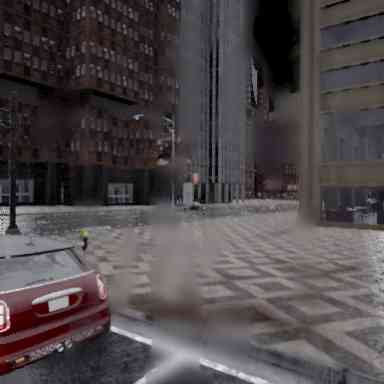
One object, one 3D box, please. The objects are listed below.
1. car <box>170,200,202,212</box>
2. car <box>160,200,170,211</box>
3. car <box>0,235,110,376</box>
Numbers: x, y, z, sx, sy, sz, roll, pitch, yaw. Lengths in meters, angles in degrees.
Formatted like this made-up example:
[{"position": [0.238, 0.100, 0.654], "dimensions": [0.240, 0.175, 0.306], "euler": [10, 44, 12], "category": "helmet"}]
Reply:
[{"position": [-0.453, 1.886, 43.980], "dimensions": [1.812, 1.442, 4.674], "euler": [1, -1, 35], "category": "car"}, {"position": [-2.503, 1.840, 46.709], "dimensions": [2.128, 1.511, 4.902], "euler": [1, -1, 35], "category": "car"}, {"position": [-3.235, 1.400, 5.267], "dimensions": [4.097, 1.590, 1.967], "euler": [0, 0, 35], "category": "car"}]
